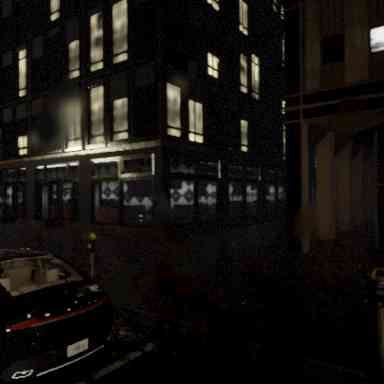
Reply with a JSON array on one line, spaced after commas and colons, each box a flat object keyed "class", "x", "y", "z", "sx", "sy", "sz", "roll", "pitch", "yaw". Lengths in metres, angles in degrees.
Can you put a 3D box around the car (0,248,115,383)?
[{"class": "car", "x": -3.079, "y": 1.542, "z": 5.084, "sx": 4.403, "sy": 1.369, "sz": 2.008, "roll": 0, "pitch": -1, "yaw": 36}]
